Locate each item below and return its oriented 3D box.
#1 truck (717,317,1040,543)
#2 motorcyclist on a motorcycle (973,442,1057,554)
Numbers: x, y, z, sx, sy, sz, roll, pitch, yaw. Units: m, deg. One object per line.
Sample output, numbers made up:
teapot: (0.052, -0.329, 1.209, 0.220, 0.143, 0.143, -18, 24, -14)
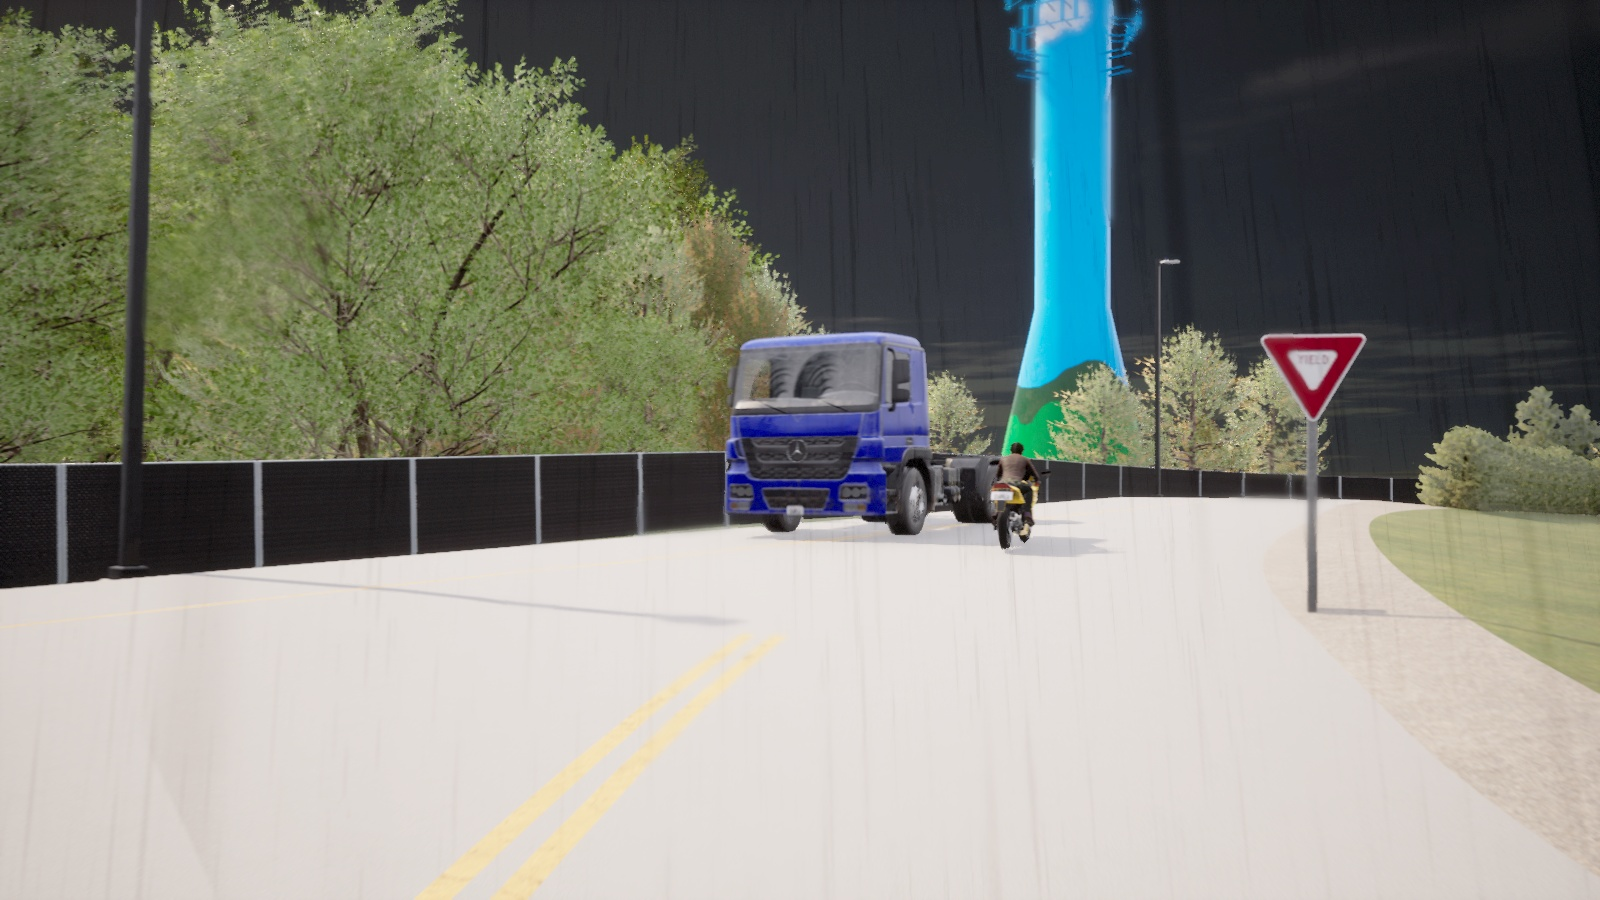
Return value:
truck: (1.816, -0.272, 23.415, 2.891, 3.462, 7.936, -1, -1, 29)
motorcyclist on a motorcycle: (3.132, 0.650, 18.118, 0.797, 1.523, 2.044, 0, 0, 21)
